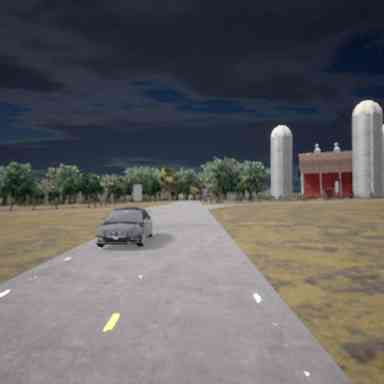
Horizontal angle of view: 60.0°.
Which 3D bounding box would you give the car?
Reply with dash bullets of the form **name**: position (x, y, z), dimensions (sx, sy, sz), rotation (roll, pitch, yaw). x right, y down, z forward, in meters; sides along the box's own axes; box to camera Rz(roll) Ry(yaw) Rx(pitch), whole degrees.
- **car**: position (-2.832, 1.465, 14.801), dimensions (1.837, 1.490, 4.892), rotation (0, 0, 0)
